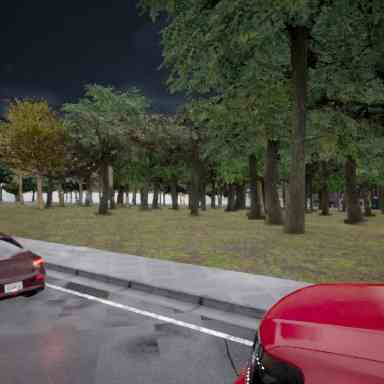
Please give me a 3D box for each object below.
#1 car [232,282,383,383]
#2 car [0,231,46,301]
[{"bbox_3d":[2.923,1.222,1.601,5.566,2.045,2.150,0,0,35],"label":"car"},{"bbox_3d":[-5.036,1.524,7.258,4.674,1.442,1.812,0,0,36],"label":"car"}]
